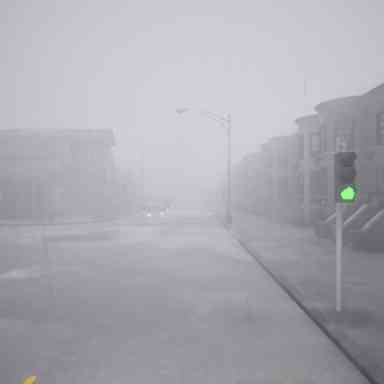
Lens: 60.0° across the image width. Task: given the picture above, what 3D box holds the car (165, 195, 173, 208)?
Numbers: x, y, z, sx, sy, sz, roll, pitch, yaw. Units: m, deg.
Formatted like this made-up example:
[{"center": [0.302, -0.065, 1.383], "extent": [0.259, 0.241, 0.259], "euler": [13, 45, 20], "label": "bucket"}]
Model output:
[{"center": [-4.141, 1.504, 48.560], "extent": [1.837, 1.490, 4.892], "euler": [0, 0, 0], "label": "car"}]

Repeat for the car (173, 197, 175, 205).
[{"center": [-4.121, 1.351, 58.352], "extent": [2.097, 1.767, 4.553], "euler": [0, 0, 0], "label": "car"}]

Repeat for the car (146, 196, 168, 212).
[{"center": [-4.143, 1.525, 39.374], "extent": [1.812, 1.442, 4.674], "euler": [0, 0, -1], "label": "car"}]

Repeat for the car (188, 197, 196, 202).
[{"center": [-0.056, 1.753, 74.028], "extent": [2.033, 1.411, 5.357], "euler": [0, 0, 0], "label": "car"}]
